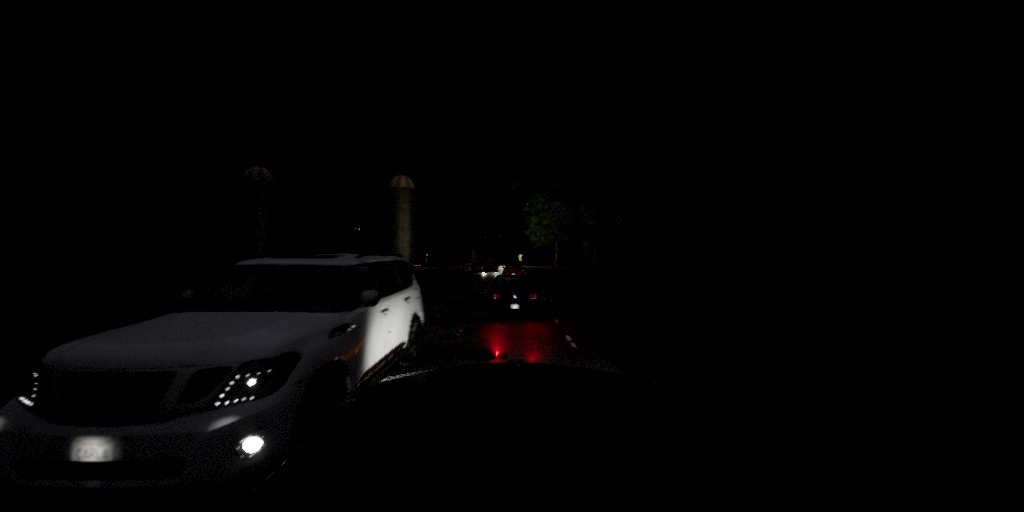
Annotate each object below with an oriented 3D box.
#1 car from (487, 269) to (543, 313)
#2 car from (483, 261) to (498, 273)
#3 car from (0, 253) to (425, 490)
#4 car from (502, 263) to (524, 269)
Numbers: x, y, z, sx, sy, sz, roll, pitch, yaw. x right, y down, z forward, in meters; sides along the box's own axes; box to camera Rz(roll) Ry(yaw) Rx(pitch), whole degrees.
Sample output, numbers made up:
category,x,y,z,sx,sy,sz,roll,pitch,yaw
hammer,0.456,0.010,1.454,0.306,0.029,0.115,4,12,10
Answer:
category,x,y,z,sx,sy,sz,roll,pitch,yaw
car,0.101,1.368,13.981,1.895,1.301,4.718,0,0,0
car,-2.832,1.367,47.708,1.882,1.535,5.008,0,-1,0
car,-2.851,0.973,5.200,2.150,2.045,5.566,0,0,0
car,0.098,1.344,31.748,1.812,1.442,4.674,0,0,0
